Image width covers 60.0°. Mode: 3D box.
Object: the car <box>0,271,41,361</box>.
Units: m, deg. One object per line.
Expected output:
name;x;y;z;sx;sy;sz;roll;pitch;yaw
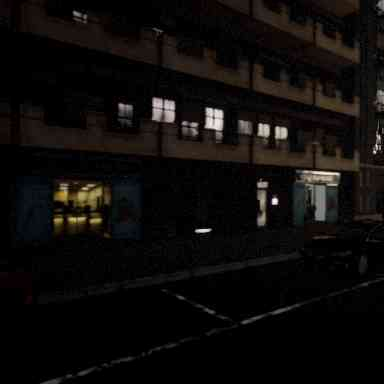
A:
car;-4.123;1.545;3.616;4.507;1.381;1.887;0;0;-35

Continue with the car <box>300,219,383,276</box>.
car;5.131;1.551;10.214;4.403;1.369;2.008;0;0;-35
